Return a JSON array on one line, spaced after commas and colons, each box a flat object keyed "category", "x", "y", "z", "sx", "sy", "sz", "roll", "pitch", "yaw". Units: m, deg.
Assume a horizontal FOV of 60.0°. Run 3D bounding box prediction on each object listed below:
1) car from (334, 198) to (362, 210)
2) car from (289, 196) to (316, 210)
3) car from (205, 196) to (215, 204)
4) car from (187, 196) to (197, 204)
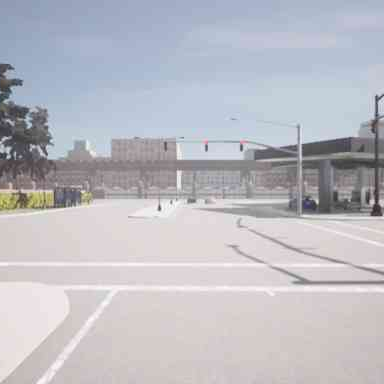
[{"category": "car", "x": 18.952, "y": 1.464, "z": 40.631, "sx": 1.970, "sy": 1.475, "sz": 3.806, "roll": 0, "pitch": 0, "yaw": 0}, {"category": "car", "x": 13.207, "y": 1.303, "z": 39.868, "sx": 2.242, "sy": 1.667, "sz": 4.611, "roll": 0, "pitch": 0, "yaw": 0}, {"category": "car", "x": 3.494, "y": 1.538, "z": 64.543, "sx": 1.812, "sy": 1.442, "sz": 4.674, "roll": 0, "pitch": 0, "yaw": 0}, {"category": "car", "x": -0.006, "y": 1.560, "z": 64.542, "sx": 2.033, "sy": 1.411, "sz": 5.357, "roll": 0, "pitch": 0, "yaw": 0}]
